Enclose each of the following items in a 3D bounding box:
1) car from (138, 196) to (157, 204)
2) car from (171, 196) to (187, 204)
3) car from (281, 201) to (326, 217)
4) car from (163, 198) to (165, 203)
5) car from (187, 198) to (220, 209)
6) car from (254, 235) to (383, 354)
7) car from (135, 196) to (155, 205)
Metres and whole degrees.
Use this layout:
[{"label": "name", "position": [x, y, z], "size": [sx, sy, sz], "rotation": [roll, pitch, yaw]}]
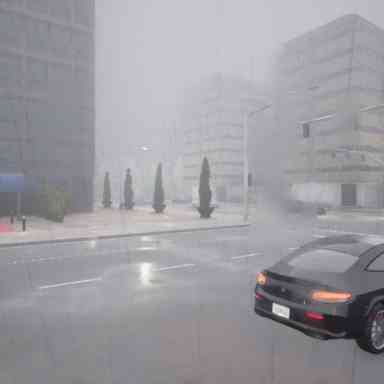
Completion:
[{"label": "car", "position": [-8.788, 1.561, 65.722], "size": [1.994, 1.385, 4.181], "rotation": [0, 0, -35]}, {"label": "car", "position": [-2.060, 1.523, 62.221], "size": [1.812, 1.442, 4.674], "rotation": [0, 0, -35]}, {"label": "car", "position": [10.532, 1.562, 31.734], "size": [1.994, 1.385, 4.181], "rotation": [0, 0, -35]}, {"label": "car", "position": [-7.344, 1.500, 69.697], "size": [1.837, 1.490, 4.892], "rotation": [0, 0, -35]}, {"label": "car", "position": [1.756, 1.523, 44.246], "size": [1.812, 1.442, 4.674], "rotation": [0, 0, -35]}, {"label": "car", "position": [3.149, 1.525, 6.066], "size": [4.674, 1.442, 1.812], "rotation": [0, 0, -35]}, {"label": "car", "position": [-8.263, 1.598, 58.578], "size": [1.895, 1.301, 4.718], "rotation": [0, 0, -35]}]
